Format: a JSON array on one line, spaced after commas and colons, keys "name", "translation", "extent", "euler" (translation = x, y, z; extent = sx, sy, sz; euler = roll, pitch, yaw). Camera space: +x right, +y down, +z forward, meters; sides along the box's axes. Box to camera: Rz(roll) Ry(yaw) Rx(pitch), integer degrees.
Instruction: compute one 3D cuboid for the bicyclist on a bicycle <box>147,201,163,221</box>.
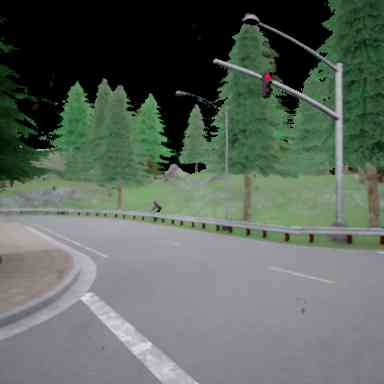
[{"name": "bicyclist on a bicycle", "translation": [-2.912, 1.552, 27.264], "extent": [1.656, 1.620, 0.582], "euler": [-1, 2, -34]}]
